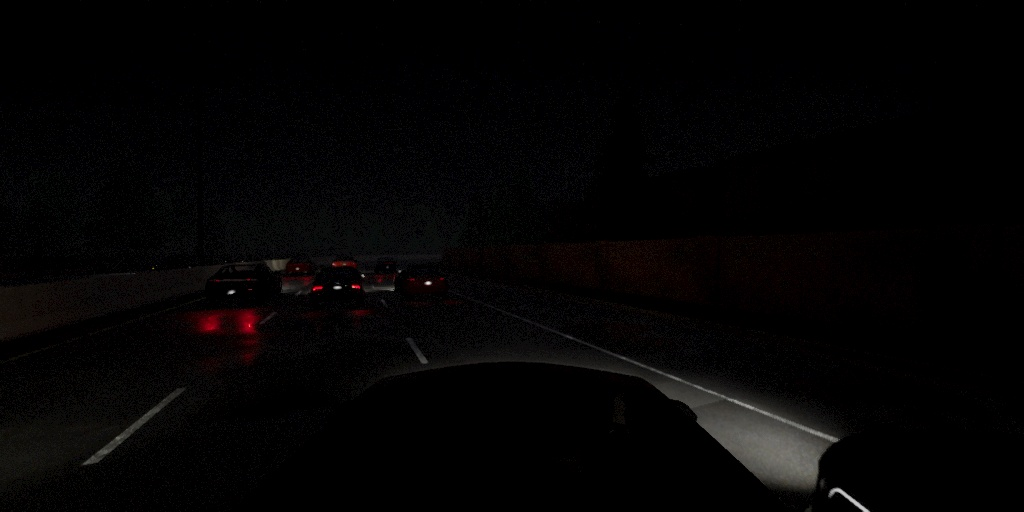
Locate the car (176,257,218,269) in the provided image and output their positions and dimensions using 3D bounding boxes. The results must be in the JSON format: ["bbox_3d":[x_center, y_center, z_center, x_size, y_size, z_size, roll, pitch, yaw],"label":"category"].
[{"bbox_3d":[-32.251,0.875,37.305,1.837,1.490,4.892,0,1,-19],"label":"car"}]

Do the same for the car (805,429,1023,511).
[{"bbox_3d":[3.236,1.296,0.371,1.812,1.442,4.674,0,0,-24],"label":"car"}]

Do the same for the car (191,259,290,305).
[{"bbox_3d":[-11.165,1.078,15.188,2.128,1.511,4.902,0,1,-24],"label":"car"}]

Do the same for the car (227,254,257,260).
[{"bbox_3d":[-28.935,0.485,38.422,1.812,1.442,4.674,0,1,-19],"label":"car"}]

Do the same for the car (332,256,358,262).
[{"bbox_3d":[-15.081,0.747,32.382,2.097,1.767,4.553,0,1,-24],"label":"car"}]

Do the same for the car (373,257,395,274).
[{"bbox_3d":[-12.214,0.851,34.561,1.882,1.535,5.008,0,1,-23],"label":"car"}]

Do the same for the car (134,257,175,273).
[{"bbox_3d":[-35.566,0.863,36.184,1.837,1.490,4.892,0,1,-19],"label":"car"}]

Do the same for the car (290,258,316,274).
[{"bbox_3d":[-18.582,0.874,31.659,1.882,1.535,5.008,0,1,-23],"label":"car"}]

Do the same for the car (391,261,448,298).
[{"bbox_3d":[-4.477,1.136,17.388,1.994,1.385,4.181,0,1,-24],"label":"car"}]

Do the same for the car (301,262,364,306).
[{"bbox_3d":[-7.220,1.142,14.962,2.033,1.411,5.357,0,1,-24],"label":"car"}]
